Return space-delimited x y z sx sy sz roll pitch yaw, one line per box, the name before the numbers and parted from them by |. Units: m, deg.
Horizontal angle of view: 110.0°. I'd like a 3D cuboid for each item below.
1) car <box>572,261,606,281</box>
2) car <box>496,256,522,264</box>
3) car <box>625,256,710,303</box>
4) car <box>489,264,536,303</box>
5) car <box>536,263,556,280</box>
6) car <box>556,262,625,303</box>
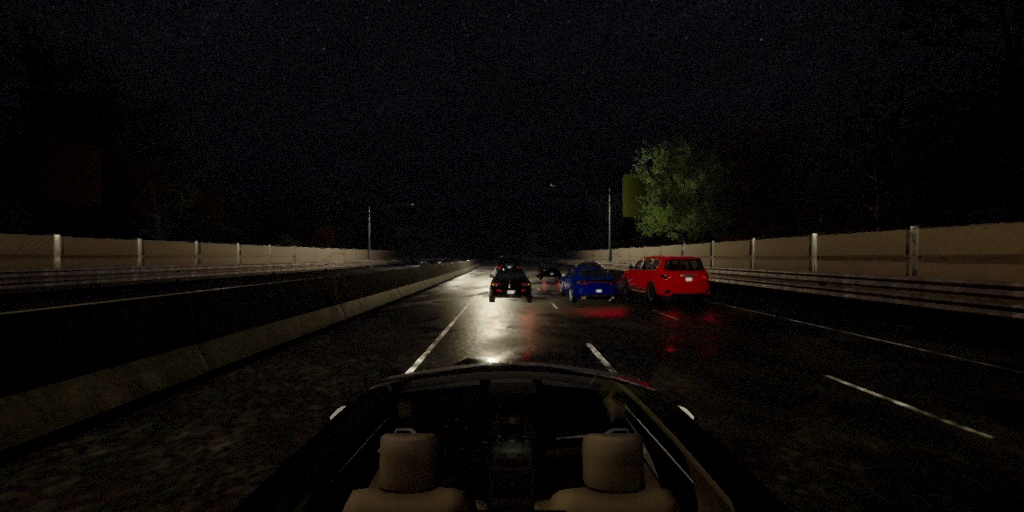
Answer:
car | 6.745 1.246 31.851 1.882 1.535 5.008 0 0 -1
car | -0.254 1.017 31.765 2.150 2.045 5.566 0 0 -1
car | 6.936 1.013 16.779 2.150 2.045 5.566 0 0 0
car | -0.064 1.287 16.689 1.812 1.442 4.674 0 0 0
car | 3.246 1.293 31.793 1.812 1.442 4.674 0 0 -1
car | 3.436 1.239 16.718 1.882 1.535 5.008 0 0 0
